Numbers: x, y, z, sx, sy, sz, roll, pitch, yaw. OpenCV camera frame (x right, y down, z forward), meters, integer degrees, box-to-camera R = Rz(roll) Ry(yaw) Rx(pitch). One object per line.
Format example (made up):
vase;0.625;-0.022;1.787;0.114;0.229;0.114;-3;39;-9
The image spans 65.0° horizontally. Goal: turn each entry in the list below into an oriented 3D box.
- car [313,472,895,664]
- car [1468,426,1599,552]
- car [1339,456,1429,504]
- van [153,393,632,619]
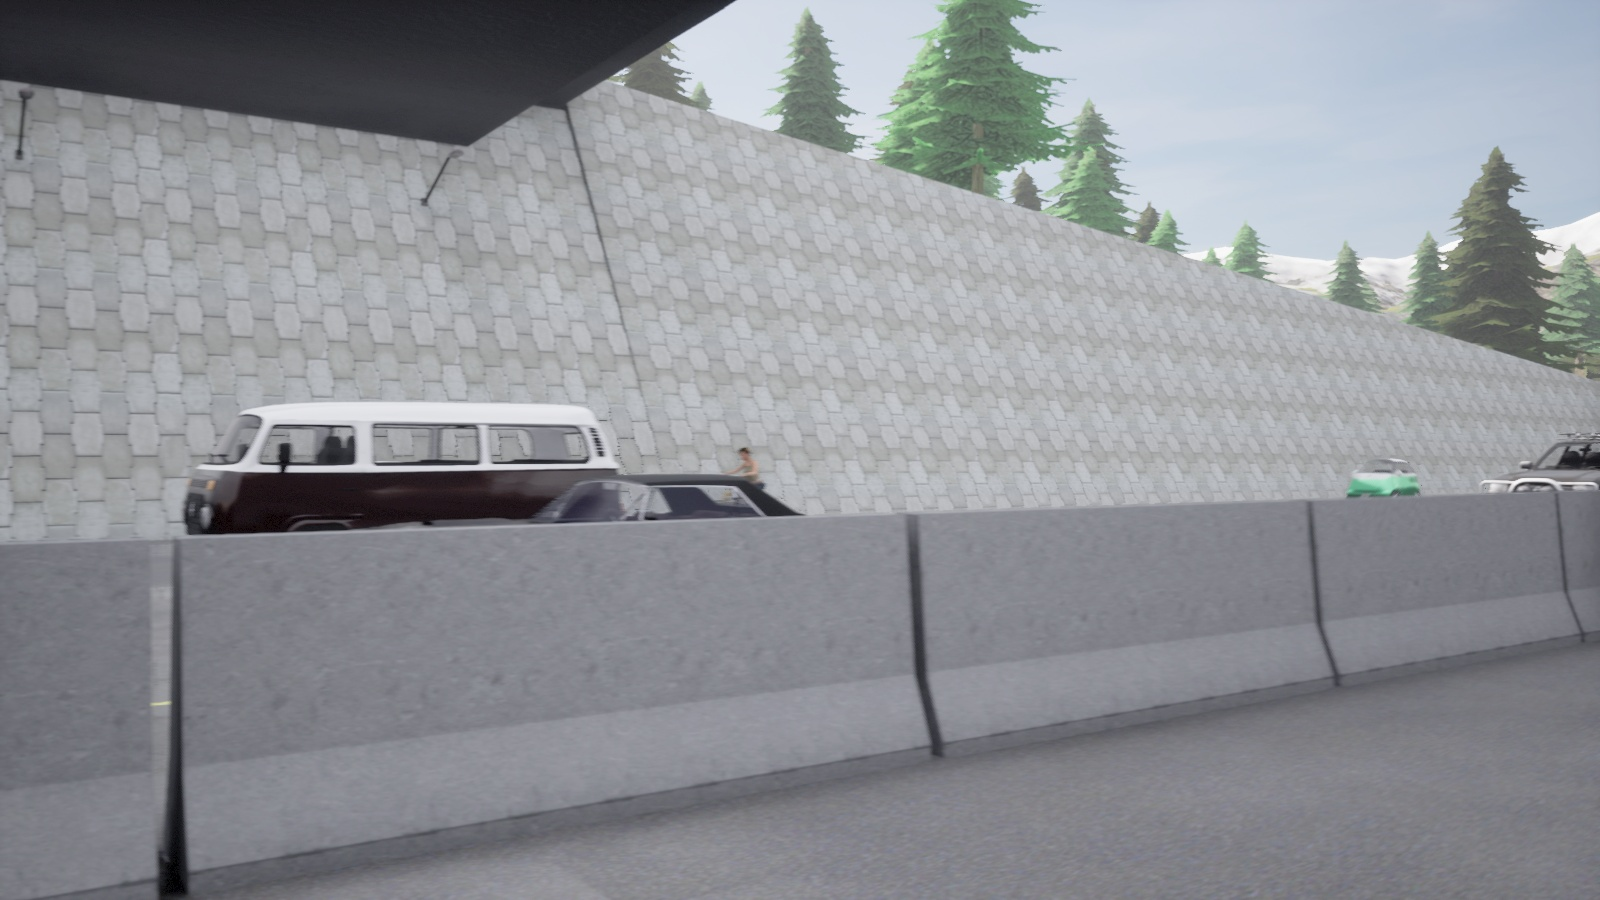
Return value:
car;-1.594;0.876;11.077;4.718;1.301;1.895;0;0;-35
car;13.771;0.576;21.772;4.605;1.855;1.932;-3;2;-35
car;17.173;0.854;36.930;2.207;1.376;1.481;0;0;-35
van;-4.288;0.510;13.468;4.480;2.038;2.069;0;0;-35
